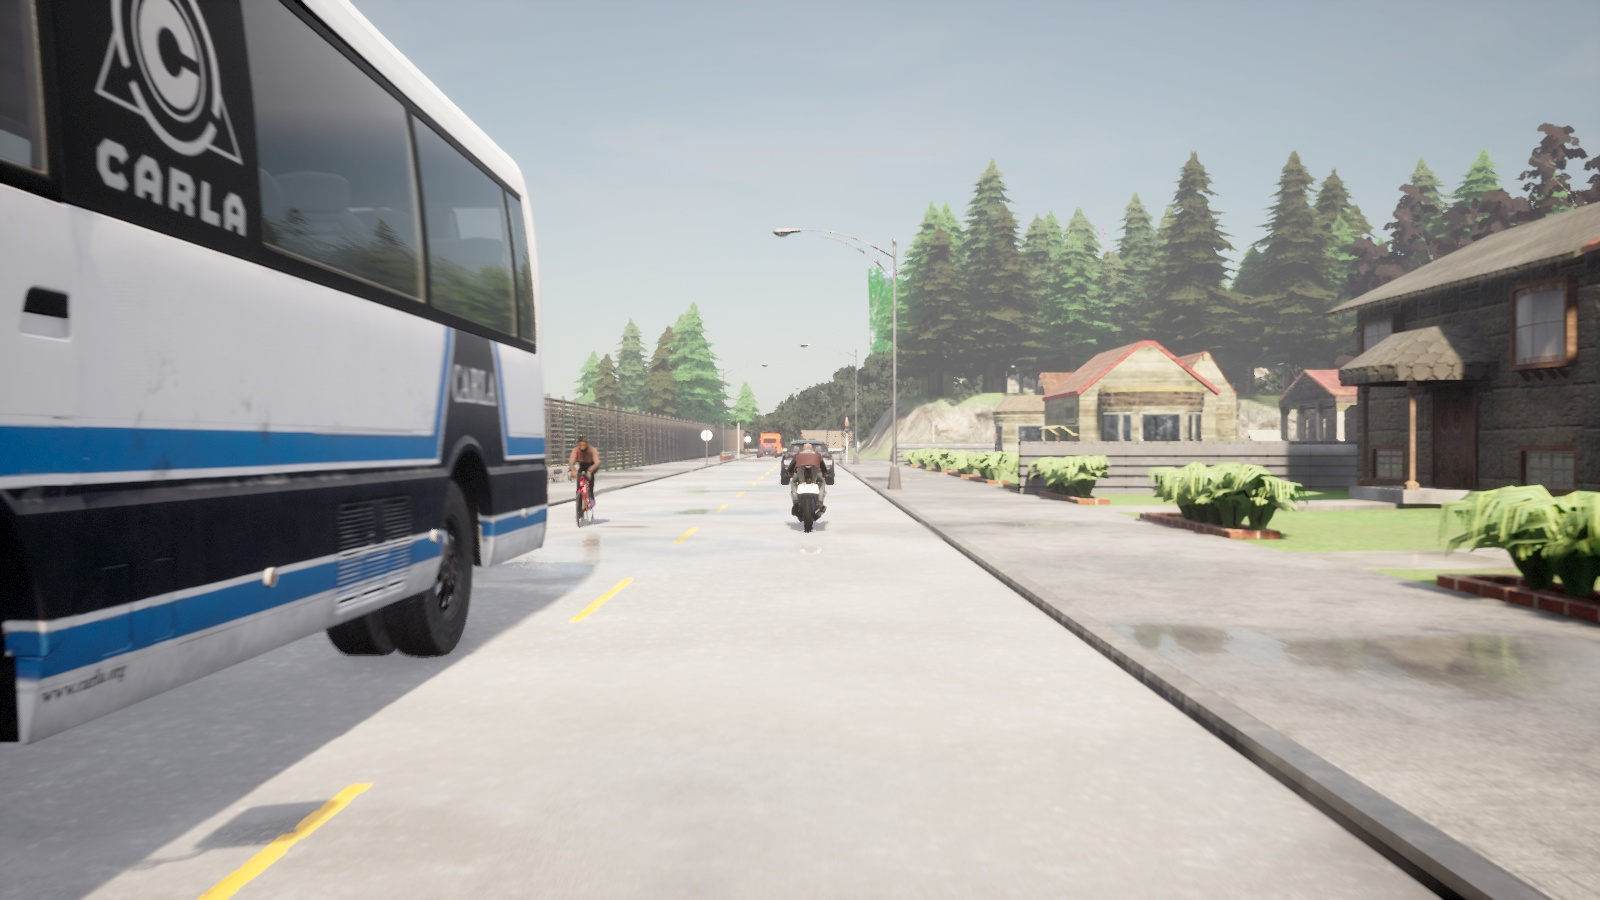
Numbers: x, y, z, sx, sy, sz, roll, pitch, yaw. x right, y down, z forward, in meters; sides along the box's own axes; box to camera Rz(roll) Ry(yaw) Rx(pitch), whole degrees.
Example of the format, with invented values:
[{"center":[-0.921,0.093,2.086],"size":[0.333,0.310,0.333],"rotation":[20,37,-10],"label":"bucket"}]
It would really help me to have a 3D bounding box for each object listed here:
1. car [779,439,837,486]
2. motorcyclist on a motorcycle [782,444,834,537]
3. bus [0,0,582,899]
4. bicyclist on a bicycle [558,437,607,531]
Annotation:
[{"center":[0.280,0.415,46.527],"size":[2.033,1.649,4.856],"rotation":[0,0,0],"label":"car"},{"center":[0.140,0.658,21.853],"size":[0.866,1.530,2.191],"rotation":[0,0,0],"label":"motorcyclist on a motorcycle"},{"center":[-3.949,-0.667,6.068],"size":[3.944,4.253,10.273],"rotation":[0,0,0],"label":"bus"},{"center":[-3.858,0.570,22.357],"size":[0.582,1.620,1.656],"rotation":[0,1,0],"label":"bicyclist on a bicycle"}]
